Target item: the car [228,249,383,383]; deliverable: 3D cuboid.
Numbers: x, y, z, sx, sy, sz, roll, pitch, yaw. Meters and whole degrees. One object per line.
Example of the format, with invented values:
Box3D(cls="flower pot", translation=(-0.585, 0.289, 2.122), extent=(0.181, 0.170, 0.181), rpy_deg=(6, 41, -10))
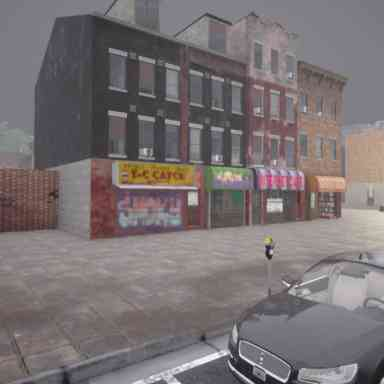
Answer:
Box3D(cls="car", translation=(2.444, 1.553, 4.541), extent=(4.403, 1.369, 2.008), rpy_deg=(0, 0, -35))
